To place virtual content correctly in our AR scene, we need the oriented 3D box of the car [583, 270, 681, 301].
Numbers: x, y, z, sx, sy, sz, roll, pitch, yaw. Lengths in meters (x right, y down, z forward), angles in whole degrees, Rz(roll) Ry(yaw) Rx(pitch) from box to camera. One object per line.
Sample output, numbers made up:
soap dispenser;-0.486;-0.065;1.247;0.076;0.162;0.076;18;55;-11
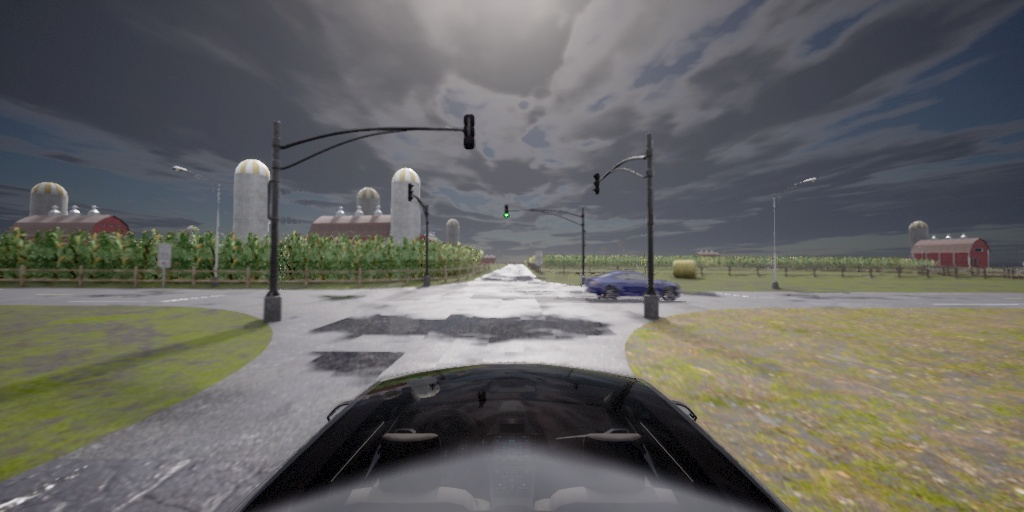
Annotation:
car;5.927;1.452;17.880;4.674;1.442;1.812;1;-1;-3
